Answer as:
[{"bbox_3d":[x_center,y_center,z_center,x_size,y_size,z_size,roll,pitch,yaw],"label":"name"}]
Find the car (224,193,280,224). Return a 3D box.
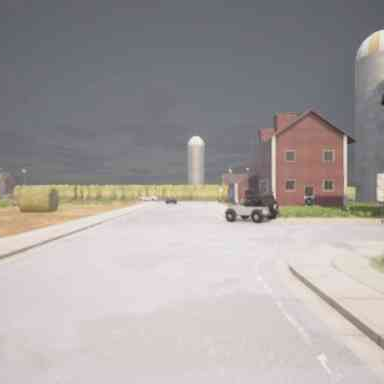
[{"bbox_3d":[4.164,1.092,23.276,1.905,1.878,3.866,-8,4,-42],"label":"car"}]

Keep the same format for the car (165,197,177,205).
[{"bbox_3d":[-3.500,1.496,56.656,1.895,1.301,4.718,0,0,0],"label":"car"}]

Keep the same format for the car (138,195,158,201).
[{"bbox_3d":[-9.891,1.369,74.715,4.674,1.442,1.812,0,0,1],"label":"car"}]
